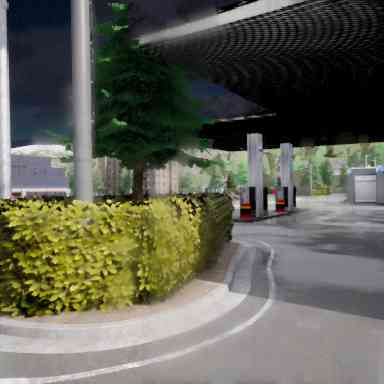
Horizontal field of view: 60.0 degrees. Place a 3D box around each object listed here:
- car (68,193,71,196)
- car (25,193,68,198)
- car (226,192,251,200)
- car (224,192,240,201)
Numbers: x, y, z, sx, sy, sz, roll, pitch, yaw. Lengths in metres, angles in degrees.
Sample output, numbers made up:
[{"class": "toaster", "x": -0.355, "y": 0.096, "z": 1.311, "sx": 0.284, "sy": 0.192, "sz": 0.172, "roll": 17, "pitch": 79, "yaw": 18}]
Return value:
[{"class": "car", "x": -24.199, "y": 1.124, "z": 63.874, "sx": 3.866, "sy": 1.878, "sz": 1.905, "roll": -1, "pitch": 1, "yaw": 35}, {"class": "car", "x": -14.743, "y": 1.183, "z": 33.582, "sx": 3.866, "sy": 1.878, "sz": 1.905, "roll": -1, "pitch": 1, "yaw": 35}, {"class": "car", "x": 9.251, "y": 0.811, "z": 66.483, "sx": 4.514, "sy": 1.523, "sz": 2.007, "roll": -1, "pitch": 1, "yaw": 35}, {"class": "car", "x": 7.477, "y": 0.850, "z": 63.896, "sx": 5.027, "sy": 1.636, "sz": 2.152, "roll": -1, "pitch": 1, "yaw": 35}]
